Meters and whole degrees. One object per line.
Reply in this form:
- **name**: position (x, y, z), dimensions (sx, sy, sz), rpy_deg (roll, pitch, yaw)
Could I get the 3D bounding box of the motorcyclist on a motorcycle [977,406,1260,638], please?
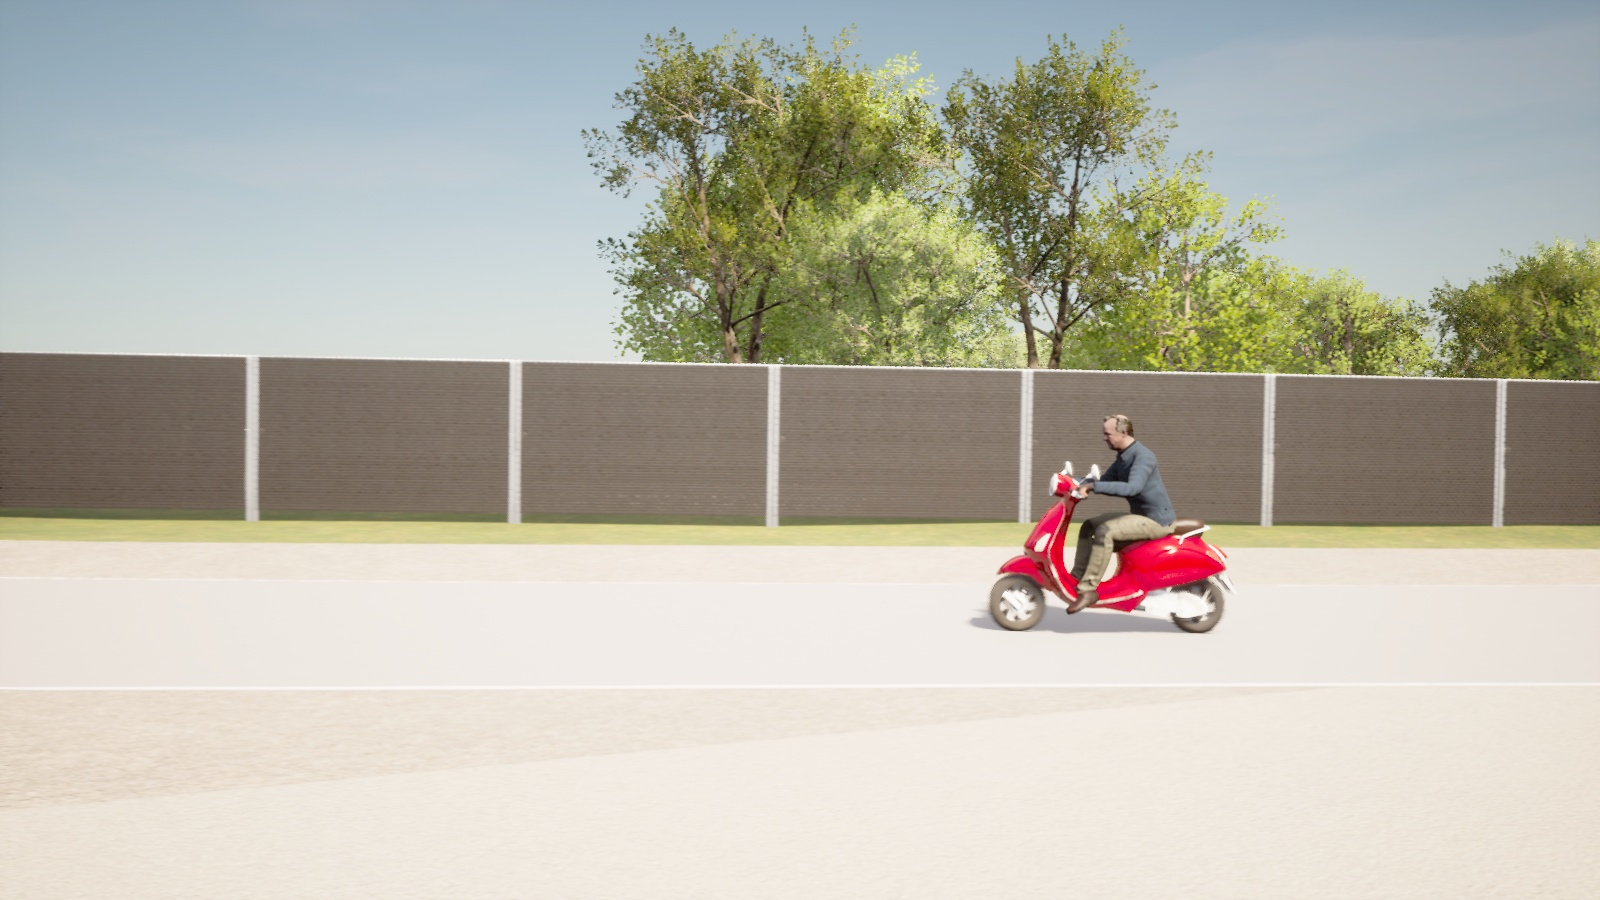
- **motorcyclist on a motorcycle**: position (2.268, 0.488, 9.122), dimensions (1.817, 1.590, 0.866), rpy_deg (0, 1, -2)
